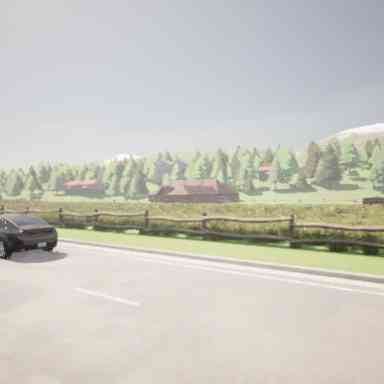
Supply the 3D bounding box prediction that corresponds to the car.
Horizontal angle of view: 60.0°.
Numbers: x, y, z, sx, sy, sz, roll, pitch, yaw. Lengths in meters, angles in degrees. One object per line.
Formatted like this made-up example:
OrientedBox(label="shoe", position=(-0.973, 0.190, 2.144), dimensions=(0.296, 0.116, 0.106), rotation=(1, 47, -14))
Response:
OrientedBox(label="car", position=(-7.367, 1.660, 13.404), dimensions=(4.892, 1.490, 1.837), rotation=(0, 0, 36))
